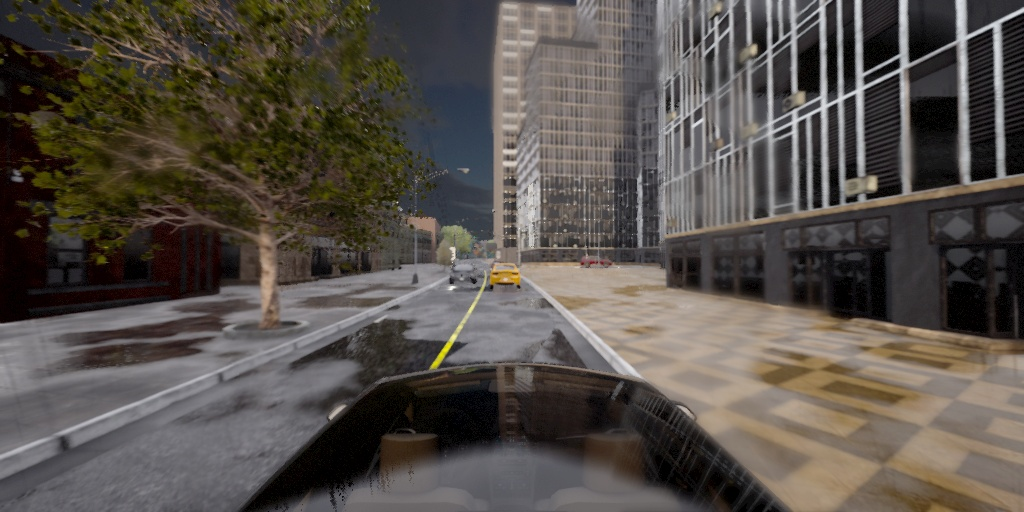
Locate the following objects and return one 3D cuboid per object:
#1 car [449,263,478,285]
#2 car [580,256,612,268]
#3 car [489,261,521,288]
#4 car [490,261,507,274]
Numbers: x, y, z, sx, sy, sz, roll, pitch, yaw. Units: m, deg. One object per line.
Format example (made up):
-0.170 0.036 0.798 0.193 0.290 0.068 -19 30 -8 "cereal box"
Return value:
-3.472 1.277 26.344 1.812 1.442 4.674 0 0 -2 "car"
13.344 0.928 57.095 5.009 1.841 2.192 0 0 15 "car"
-0.481 1.229 23.808 1.882 1.535 5.008 0 0 -2 "car"
-1.604 1.277 41.767 1.812 1.442 4.674 0 0 -4 "car"
